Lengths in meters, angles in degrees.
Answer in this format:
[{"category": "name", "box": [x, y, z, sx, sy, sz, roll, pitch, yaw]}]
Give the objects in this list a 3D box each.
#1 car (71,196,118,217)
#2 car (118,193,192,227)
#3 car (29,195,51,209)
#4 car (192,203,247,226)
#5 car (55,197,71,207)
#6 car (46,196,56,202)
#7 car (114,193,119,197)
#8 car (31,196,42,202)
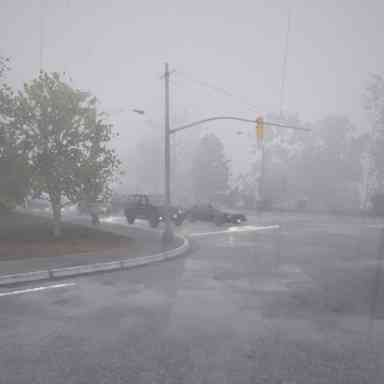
[{"category": "car", "box": [-9.271, 1.441, 31.463, 2.128, 1.511, 4.902, -1, 0, -38]}, {"category": "car", "box": [-2.720, 1.163, 22.975, 2.150, 2.045, 5.566, -1, 0, -37]}, {"category": "car", "box": [-21.889, 1.579, 47.498, 2.033, 1.411, 5.357, -1, 0, -38]}, {"category": "car", "box": [1.387, 1.463, 23.348, 2.033, 1.411, 5.357, -1, 0, -37]}, {"category": "car", "box": [-19.321, 1.534, 49.897, 1.812, 1.442, 4.674, -1, 0, -38]}, {"category": "car", "box": [-36.024, 1.818, 85.006, 1.895, 1.301, 4.718, 0, 0, -30]}, {"category": "car", "box": [-6.094, 1.143, 33.082, 2.150, 2.045, 5.566, -1, 0, -38]}, {"category": "car", "box": [-38.490, 1.775, 82.322, 2.033, 1.411, 5.357, 0, 0, -30]}]
